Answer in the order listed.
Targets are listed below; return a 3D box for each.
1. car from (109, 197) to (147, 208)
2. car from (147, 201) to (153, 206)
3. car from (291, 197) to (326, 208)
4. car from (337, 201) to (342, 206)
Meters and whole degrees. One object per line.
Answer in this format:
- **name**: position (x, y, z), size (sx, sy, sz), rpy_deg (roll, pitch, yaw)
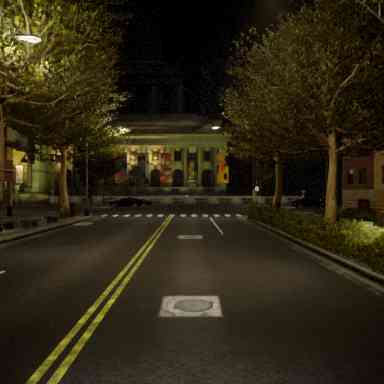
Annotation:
- **car**: position (-9.191, 1.504, 46.593), size (4.892, 1.490, 1.837), rpy_deg (0, 0, 0)
- **car**: position (-8.277, 1.600, 50.094), size (4.718, 1.301, 1.895), rpy_deg (0, 0, 0)
- **car**: position (16.341, 1.505, 46.554), size (4.892, 1.490, 1.837), rpy_deg (0, 0, 1)
- **car**: position (19.778, 1.601, 50.023), size (4.718, 1.301, 1.895), rpy_deg (0, 0, 1)
